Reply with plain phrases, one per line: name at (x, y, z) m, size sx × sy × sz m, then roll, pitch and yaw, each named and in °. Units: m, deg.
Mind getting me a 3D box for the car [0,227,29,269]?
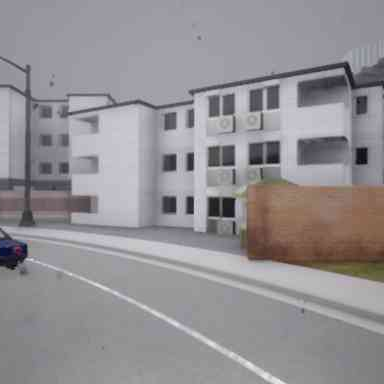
car at (-6.953, 1.660, 10.244) m, size 4.718 × 1.301 × 1.895 m, roll 0°, pitch -1°, yaw 41°
